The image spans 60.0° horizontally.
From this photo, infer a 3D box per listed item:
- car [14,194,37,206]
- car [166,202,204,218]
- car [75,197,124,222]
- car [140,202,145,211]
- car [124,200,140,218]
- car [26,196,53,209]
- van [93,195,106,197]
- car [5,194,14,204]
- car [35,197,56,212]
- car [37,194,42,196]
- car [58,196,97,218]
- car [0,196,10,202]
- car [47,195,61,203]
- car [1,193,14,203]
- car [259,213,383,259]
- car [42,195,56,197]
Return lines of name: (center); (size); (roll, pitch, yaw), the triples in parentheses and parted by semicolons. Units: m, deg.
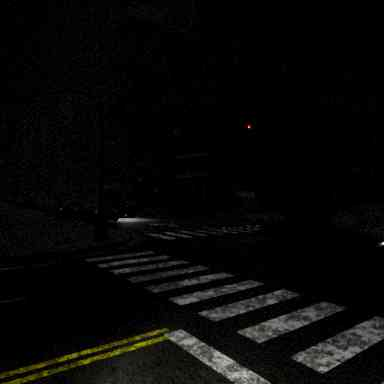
car: (-26.373, 1.432, 52.637); (1.967, 1.590, 4.097); (0, 0, -35)
car: (-0.663, 1.581, 30.349); (1.947, 1.339, 4.313); (0, 0, -35)
car: (-7.202, 1.423, 25.697); (1.967, 1.590, 4.097); (0, 0, -35)
car: (-7.054, 1.595, 39.330); (1.802, 1.307, 4.206); (0, 0, -35)
car: (-7.032, 1.540, 29.834); (2.033, 1.411, 5.357); (0, 0, -35)
car: (-19.982, 1.535, 43.657); (2.008, 1.369, 4.403); (0, 0, -35)
van: (-13.444, 1.357, 48.310); (1.690, 1.788, 3.998); (0, 0, -35)
car: (-32.763, 1.553, 61.617); (2.008, 1.369, 4.403); (0, 0, -35)
car: (-16.787, 1.564, 39.167); (1.802, 1.307, 4.206); (0, 0, -35)
car: (-35.810, 1.491, 79.741); (1.967, 1.590, 4.097); (0, 0, -35)
car: (-10.397, 1.422, 30.187); (1.967, 1.590, 4.097); (0, 0, -35)
car: (-42.349, 1.601, 75.087); (1.802, 1.307, 4.206); (0, 0, -35)
car: (-29.419, 1.480, 70.760); (1.967, 1.590, 4.097); (0, 0, -35)
car: (-39.153, 1.558, 70.597); (1.887, 1.381, 4.507); (0, 0, -35)
car: (5.114, 1.547, 12.964); (2.033, 1.411, 5.357); (0, 0, -37)
car: (-19.617, 1.473, 47.591); (1.882, 1.535, 5.008); (0, -1, -35)
